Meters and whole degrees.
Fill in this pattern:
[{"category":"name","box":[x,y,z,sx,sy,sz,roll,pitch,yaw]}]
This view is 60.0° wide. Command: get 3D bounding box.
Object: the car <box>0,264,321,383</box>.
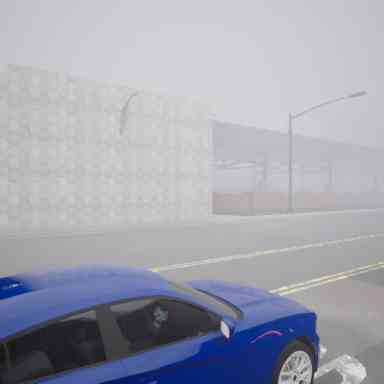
[{"category":"car","box":[-0.791,1.478,3.185,5.008,1.535,1.882,0,0,-36]}]
